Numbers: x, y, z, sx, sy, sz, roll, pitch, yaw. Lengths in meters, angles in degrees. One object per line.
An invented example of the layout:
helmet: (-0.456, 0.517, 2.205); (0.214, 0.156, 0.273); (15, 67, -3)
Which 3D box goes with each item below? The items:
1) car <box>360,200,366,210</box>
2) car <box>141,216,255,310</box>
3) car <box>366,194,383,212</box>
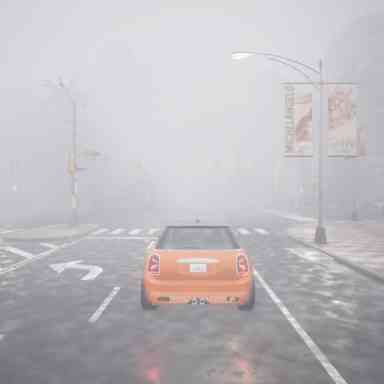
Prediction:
car: (23.205, 1.221, 39.735); (5.566, 2.045, 2.150); (0, 0, 1)
car: (0.111, 1.352, 7.957); (2.097, 1.767, 4.553); (0, 0, 0)
car: (22.078, 1.352, 36.239); (4.553, 1.767, 2.097); (0, 0, 1)
